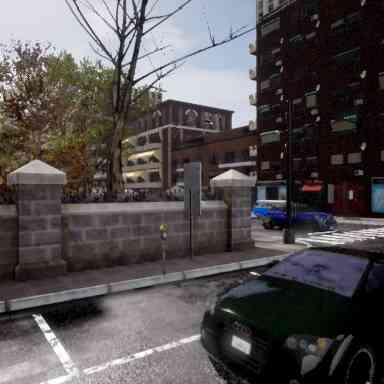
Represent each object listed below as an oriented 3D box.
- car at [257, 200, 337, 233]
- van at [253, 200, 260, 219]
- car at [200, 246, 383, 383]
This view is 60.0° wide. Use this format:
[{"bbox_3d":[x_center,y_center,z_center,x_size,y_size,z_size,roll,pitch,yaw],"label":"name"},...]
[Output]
[{"bbox_3d":[6.800,1.560,21.279,2.097,1.767,4.553,0,-1,-39],"label":"car"},{"bbox_3d":[7.313,1.643,30.193,1.690,1.788,3.998,-1,0,-36],"label":"van"},{"bbox_3d":[2.171,1.563,4.974,4.181,1.385,1.994,0,0,-36],"label":"car"}]
